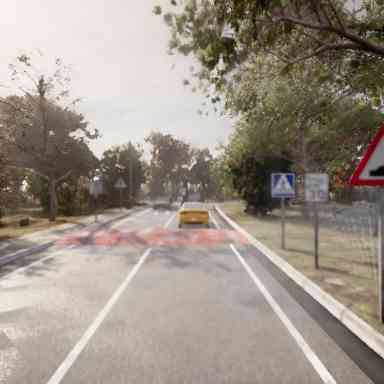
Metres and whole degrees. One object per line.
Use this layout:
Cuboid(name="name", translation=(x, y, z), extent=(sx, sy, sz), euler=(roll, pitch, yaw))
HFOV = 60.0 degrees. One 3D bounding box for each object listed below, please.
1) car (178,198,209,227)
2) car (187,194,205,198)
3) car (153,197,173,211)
Cuboid(name="car", translation=(0.108, 1.392, 21.894), extent=(1.882, 1.535, 5.008), euler=(0, 1, 0))
Cuboid(name="car", translation=(0.416, 1.020, 39.142), extent=(2.097, 1.767, 4.553), euler=(0, 1, 2))
Cuboid(name="car", translation=(-3.082, 1.250, 36.584), extent=(2.033, 1.411, 5.357), euler=(0, 1, 2))
